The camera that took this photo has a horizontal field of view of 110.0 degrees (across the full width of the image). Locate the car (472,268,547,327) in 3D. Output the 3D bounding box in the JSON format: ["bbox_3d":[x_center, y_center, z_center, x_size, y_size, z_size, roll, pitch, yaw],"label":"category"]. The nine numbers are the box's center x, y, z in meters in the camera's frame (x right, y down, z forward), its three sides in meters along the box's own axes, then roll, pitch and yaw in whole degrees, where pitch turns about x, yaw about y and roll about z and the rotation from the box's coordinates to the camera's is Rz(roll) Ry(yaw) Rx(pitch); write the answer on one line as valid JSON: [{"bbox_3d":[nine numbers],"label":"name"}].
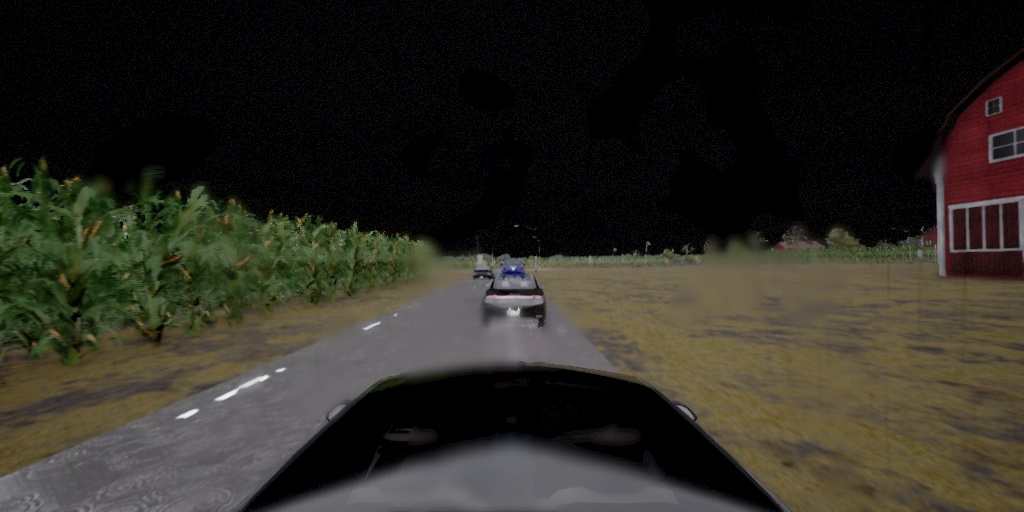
[{"bbox_3d":[0.086,1.331,11.864,2.128,1.511,4.902,0,0,0],"label":"car"}]

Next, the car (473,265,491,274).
[{"bbox_3d":[-2.833,1.645,36.128,2.033,1.411,5.357,0,-1,0],"label":"car"}]

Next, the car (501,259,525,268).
[{"bbox_3d":[0.113,1.307,35.200,2.150,2.045,5.566,0,-1,0],"label":"car"}]
